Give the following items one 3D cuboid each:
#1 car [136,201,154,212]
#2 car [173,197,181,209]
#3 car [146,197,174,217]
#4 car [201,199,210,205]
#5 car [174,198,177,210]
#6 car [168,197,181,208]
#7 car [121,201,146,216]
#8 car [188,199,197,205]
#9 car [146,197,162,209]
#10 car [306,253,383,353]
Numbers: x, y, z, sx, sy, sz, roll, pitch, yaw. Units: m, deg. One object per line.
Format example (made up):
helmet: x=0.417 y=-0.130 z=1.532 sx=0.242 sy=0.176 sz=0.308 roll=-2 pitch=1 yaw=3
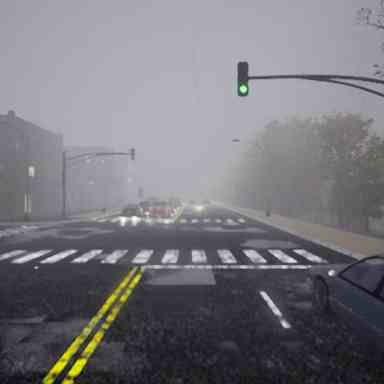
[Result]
car: x=-6.586 y=2.011 z=47.259 sx=1.837 sy=1.490 sz=4.892 roll=0 pitch=-1 yaw=0
car: x=-3.340 y=2.076 z=54.477 sx=2.128 sy=1.511 sz=4.902 roll=0 pitch=-1 yaw=0
car: x=-3.323 y=1.730 z=35.346 sx=2.097 sy=1.767 sz=4.553 roll=0 pitch=-1 yaw=0
car: x=3.210 y=2.311 z=77.641 sx=1.882 sy=1.535 sz=5.008 roll=0 pitch=-1 yaw=0
car: x=-3.335 y=1.978 z=44.215 sx=1.837 sy=1.490 sz=4.892 roll=0 pitch=-1 yaw=0
car: x=-3.298 y=1.919 z=64.983 sx=2.150 sy=2.045 sz=5.566 roll=0 pitch=-1 yaw=1
car: x=-6.574 y=1.958 z=36.864 sx=1.994 sy=1.385 sz=4.181 roll=0 pitch=-1 yaw=0
car: x=-0.039 y=2.360 z=77.842 sx=1.812 sy=1.442 sz=4.674 roll=0 pitch=-1 yaw=0
car: x=-6.584 y=1.841 z=57.780 sx=2.150 sy=2.045 sz=5.566 roll=0 pitch=-1 yaw=0
car: x=3.355 y=1.599 z=4.711 sx=2.033 sy=1.411 sz=5.357 roll=0 pitch=-1 yaw=0
